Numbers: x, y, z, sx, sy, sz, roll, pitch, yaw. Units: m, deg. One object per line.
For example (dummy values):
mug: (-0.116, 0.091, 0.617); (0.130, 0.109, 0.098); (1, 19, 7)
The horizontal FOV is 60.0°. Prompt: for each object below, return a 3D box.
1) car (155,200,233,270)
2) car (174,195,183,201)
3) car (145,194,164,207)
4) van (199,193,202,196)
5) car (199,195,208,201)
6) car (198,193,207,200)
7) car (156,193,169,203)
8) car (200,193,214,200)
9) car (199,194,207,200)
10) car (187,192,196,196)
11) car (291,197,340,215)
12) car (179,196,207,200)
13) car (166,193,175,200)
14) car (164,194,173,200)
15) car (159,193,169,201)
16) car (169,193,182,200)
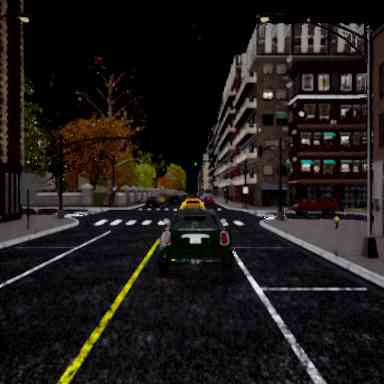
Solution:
car: (0.096, 1.308, 11.035); (2.097, 1.767, 4.553); (0, 0, 0)
car: (-3.018, 1.313, 75.421); (2.033, 1.411, 5.357); (0, 0, 0)
car: (-5.700, 1.402, 48.584); (1.947, 1.339, 4.313); (0, 0, 0)
van: (2.679, 1.148, 59.847); (1.690, 1.788, 3.998); (0, 0, 0)
car: (2.673, 1.321, 76.738); (2.008, 1.369, 4.403); (0, 0, 0)
car: (2.672, 1.065, 87.997); (2.192, 1.841, 5.009); (0, 0, 0)
car: (-5.704, 1.109, 65.475); (2.192, 1.841, 5.009); (0, 0, 0)
car: (2.679, 1.366, 54.216); (1.887, 1.381, 4.507); (0, 0, 0)
car: (2.672, 1.305, 82.367); (1.887, 1.381, 4.507); (0, 0, 0)
car: (-0.019, 1.320, 77.718); (1.994, 1.385, 4.181); (0, 0, 0)
car: (13.457, 1.470, 36.267); (5.009, 1.841, 2.192); (1, -1, -1)
car: (0.094, 1.370, 29.794); (1.882, 1.535, 5.008); (0, 0, 0)
car: (-5.709, 1.190, 87.995); (1.967, 1.590, 4.097); (0, 0, 0)
car: (-5.708, 1.200, 82.366); (1.967, 1.590, 4.097); (0, 0, 0)
car: (-5.702, 1.333, 59.676); (1.752, 1.417, 4.829); (0, 0, 0)
car: (-3.057, 1.285, 59.924); (1.882, 1.535, 5.008); (0, 0, 1)
